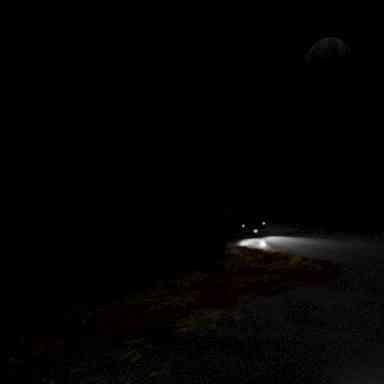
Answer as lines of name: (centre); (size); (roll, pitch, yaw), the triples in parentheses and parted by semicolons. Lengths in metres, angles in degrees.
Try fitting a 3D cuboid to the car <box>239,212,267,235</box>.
car: (1.366, 1.419, 17.451); (2.033, 1.411, 5.357); (0, 0, -37)
